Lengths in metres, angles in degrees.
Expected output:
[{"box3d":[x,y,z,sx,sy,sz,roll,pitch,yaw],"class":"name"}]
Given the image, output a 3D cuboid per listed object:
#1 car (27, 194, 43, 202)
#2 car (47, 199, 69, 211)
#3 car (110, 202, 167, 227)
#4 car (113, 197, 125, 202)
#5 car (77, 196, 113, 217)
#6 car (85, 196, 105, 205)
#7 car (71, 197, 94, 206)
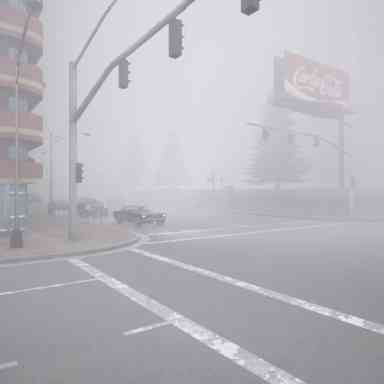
[{"box3d":[-24.675,1.009,52.035,2.097,1.767,4.553,0,0,-36],"class":"car"},{"box3d":[-15.863,1.563,39.709,1.994,1.385,4.181,0,0,-36],"class":"car"},{"box3d":[-3.659,1.601,22.856,1.895,1.301,4.718,0,0,-36],"class":"car"},{"box3d":[-12.320,1.505,53.046,1.837,1.490,4.892,0,0,-36],"class":"car"},{"box3d":[-9.475,1.352,30.886,2.097,1.767,4.553,0,0,-36],"class":"car"},{"box3d":[-17.671,1.526,60.424,1.812,1.442,4.674,0,0,-37],"class":"car"},{"box3d":[-18.290,1.547,55.324,2.033,1.411,5.357,0,0,-36],"class":"car"}]
